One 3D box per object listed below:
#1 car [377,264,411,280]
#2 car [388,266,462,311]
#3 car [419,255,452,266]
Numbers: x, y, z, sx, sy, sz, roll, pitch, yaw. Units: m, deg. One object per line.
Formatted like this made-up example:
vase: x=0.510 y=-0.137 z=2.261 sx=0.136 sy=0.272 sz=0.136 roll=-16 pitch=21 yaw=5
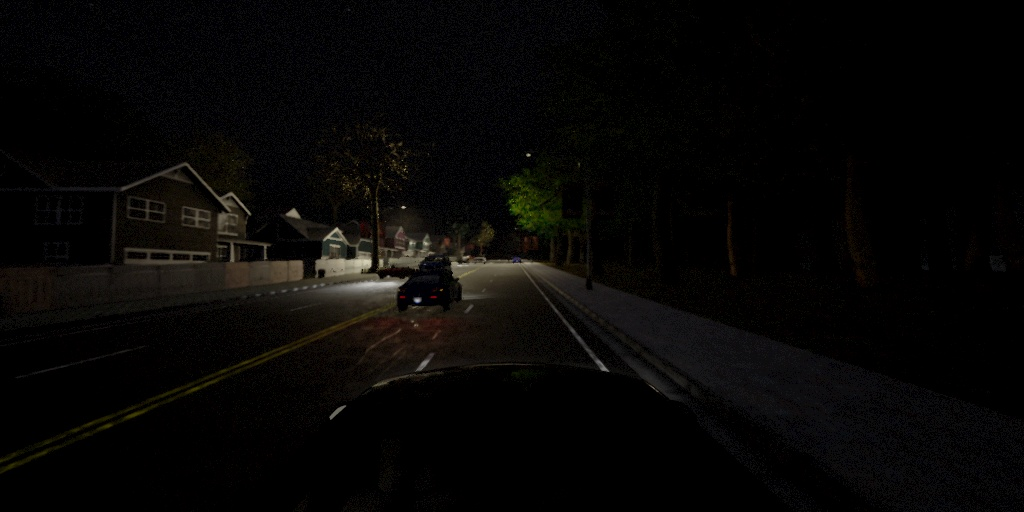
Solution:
car: x=-9.854 y=1.319 z=30.825 sx=1.895 sy=1.301 sz=4.718 roll=0 pitch=0 yaw=0
car: x=-3.153 y=1.281 z=14.268 sx=1.812 sy=1.442 sz=4.674 roll=0 pitch=0 yaw=0
car: x=-6.605 y=0.938 z=31.189 sx=2.150 sy=2.045 sz=5.566 roll=0 pitch=0 yaw=0
